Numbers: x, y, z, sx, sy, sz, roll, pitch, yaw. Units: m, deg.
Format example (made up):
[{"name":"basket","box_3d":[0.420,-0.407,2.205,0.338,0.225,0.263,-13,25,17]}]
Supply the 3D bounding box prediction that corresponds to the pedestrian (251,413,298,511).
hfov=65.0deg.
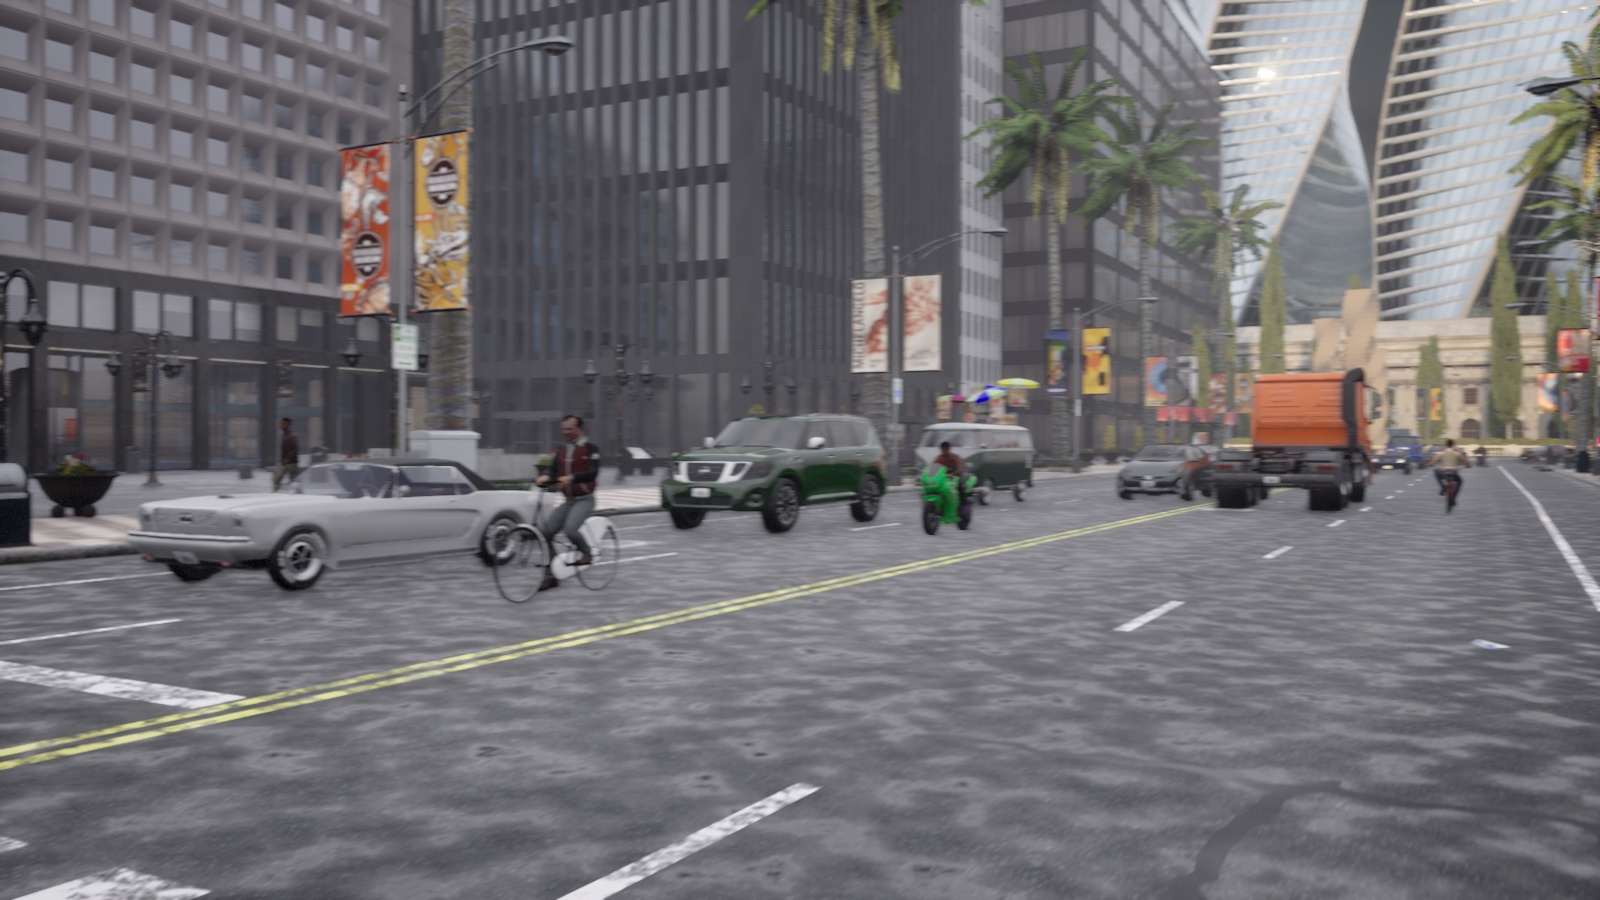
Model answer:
[{"name":"pedestrian","box_3d":[-10.007,0.219,23.927,0.431,1.840,0.703,0,0,26]}]

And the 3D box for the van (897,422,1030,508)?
[{"name":"van","box_3d":[4.156,0.335,31.316,1.775,1.987,4.442,0,0,29]}]

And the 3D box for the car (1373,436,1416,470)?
[{"name":"car","box_3d":[36.760,0.177,77.583,2.150,2.045,5.566,0,0,28]}]

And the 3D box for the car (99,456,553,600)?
[{"name":"car","box_3d":[-5.107,0.741,14.292,1.895,1.301,4.718,0,0,29]}]

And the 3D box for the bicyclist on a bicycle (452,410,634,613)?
[{"name":"bicyclist on a bicycle","box_3d":[-2.405,0.536,11.966,0.659,1.776,1.843,0,0,28]}]

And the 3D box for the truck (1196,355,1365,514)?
[{"name":"truck","box_3d":[12.240,-0.364,31.487,2.891,3.462,7.936,0,0,29]}]

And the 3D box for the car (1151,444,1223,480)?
[{"name":"car","box_3d":[17.161,0.499,55.575,2.163,1.488,4.792,0,0,28]}]

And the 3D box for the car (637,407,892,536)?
[{"name":"car","box_3d":[-0.451,0.330,22.875,2.150,2.045,5.566,0,0,28]}]

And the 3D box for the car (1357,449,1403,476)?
[{"name":"car","box_3d":[29.906,0.604,64.666,1.895,1.301,4.718,0,0,28]}]

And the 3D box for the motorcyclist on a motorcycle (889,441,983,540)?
[{"name":"motorcyclist on a motorcycle","box_3d":[2.238,0.619,20.487,0.797,1.523,2.044,0,0,29]}]

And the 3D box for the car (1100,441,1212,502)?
[{"name":"car","box_3d":[9.816,0.537,34.362,2.007,1.525,4.514,0,0,29]}]

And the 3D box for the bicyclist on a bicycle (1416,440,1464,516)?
[{"name":"bicyclist on a bicycle","box_3d":[13.948,0.586,27.346,0.866,1.612,1.509,0,0,29]}]
